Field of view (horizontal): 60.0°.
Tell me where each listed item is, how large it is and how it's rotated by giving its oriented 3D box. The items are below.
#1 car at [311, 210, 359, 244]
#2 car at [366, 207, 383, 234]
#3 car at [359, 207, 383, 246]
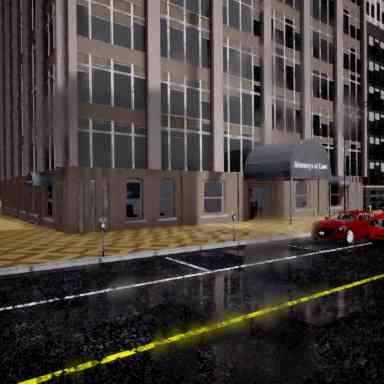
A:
[{"bbox_3d":[7.474,1.542,15.764,4.507,1.381,1.887,0,-1,-35],"label":"car"},{"bbox_3d":[12.101,1.547,19.065,4.403,1.369,2.008,0,-1,-35],"label":"car"},{"bbox_3d":[9.766,1.219,14.208,5.566,2.045,2.150,0,0,-35],"label":"car"}]
